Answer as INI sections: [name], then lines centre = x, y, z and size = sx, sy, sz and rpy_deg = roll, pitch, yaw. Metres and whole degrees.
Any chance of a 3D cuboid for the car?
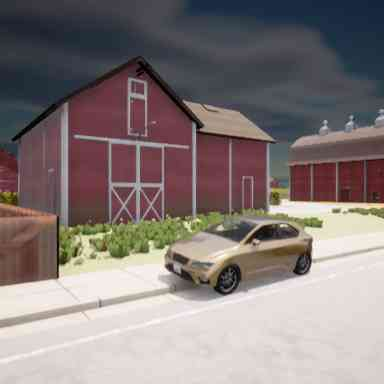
[car]
centre = 1.341, 1.399, 8.476
size = 4.193, 1.474, 1.816
rpy_deg = 0, 6, -38
